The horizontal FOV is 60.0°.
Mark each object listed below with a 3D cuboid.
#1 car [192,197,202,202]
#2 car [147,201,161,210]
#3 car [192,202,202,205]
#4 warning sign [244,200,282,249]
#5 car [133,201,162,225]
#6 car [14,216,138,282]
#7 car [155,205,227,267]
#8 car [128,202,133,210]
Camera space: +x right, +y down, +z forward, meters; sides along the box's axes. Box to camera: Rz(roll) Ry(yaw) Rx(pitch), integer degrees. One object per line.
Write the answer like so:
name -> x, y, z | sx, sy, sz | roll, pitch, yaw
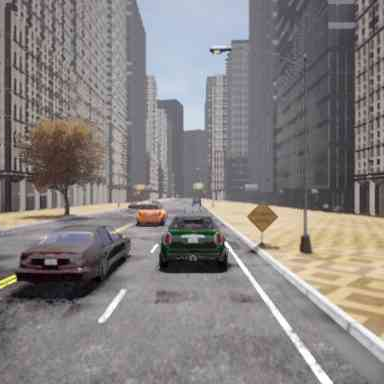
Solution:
car -> 1.159, 2.277, 79.631 | 2.150, 2.045, 5.566 | 0, -1, 0
car -> -6.538, 2.265, 57.447 | 1.837, 1.490, 4.892 | 0, -1, 1
car -> 0.053, 1.853, 27.288 | 2.128, 1.511, 4.902 | 0, -1, 0
warning sign -> 2.869, 1.296, 13.583 | 1.300, 1.860, 1.060 | 1, 0, 0
car -> -3.197, 1.712, 27.199 | 2.097, 1.767, 4.553 | 0, -1, 0
car -> -3.219, 1.683, 10.144 | 2.033, 1.411, 5.357 | 0, -1, 1
car -> 0.050, 1.514, 12.203 | 2.097, 1.767, 4.553 | 0, -1, 0
car -> -9.785, 2.361, 57.448 | 1.895, 1.301, 4.718 | 0, -1, 1
